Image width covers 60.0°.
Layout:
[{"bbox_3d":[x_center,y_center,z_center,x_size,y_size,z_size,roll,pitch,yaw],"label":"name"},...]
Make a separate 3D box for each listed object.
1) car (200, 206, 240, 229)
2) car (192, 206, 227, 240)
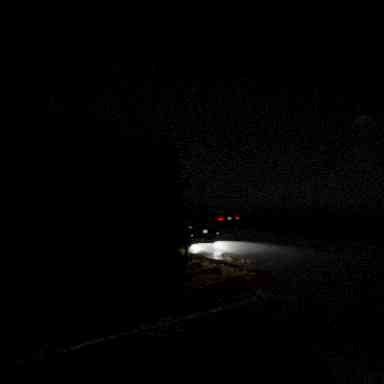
[{"bbox_3d":[0.568,1.555,20.820,2.033,1.411,5.357,0,0,-39],"label":"car"},{"bbox_3d":[-0.551,1.570,16.358,1.994,1.385,4.181,0,0,-35],"label":"car"}]
